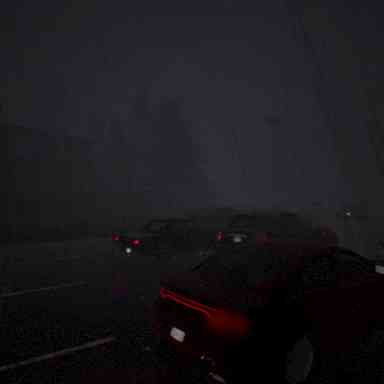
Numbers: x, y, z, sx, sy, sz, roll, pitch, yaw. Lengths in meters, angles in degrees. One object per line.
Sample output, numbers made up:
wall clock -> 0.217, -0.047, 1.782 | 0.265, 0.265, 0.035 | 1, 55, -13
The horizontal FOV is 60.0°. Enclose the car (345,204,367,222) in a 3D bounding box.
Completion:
car -> 13.330, 1.705, 27.732 | 1.994, 1.385, 4.181 | 0, 0, 32

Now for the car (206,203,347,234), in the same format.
car -> 2.902, 1.407, 10.912 | 4.553, 1.767, 2.097 | 0, 0, -41

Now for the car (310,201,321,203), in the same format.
car -> 14.234, 1.756, 38.353 | 1.994, 1.385, 4.181 | 0, 0, 16

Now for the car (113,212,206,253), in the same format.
car -> -0.437, 1.661, 12.548 | 4.718, 1.301, 1.895 | 0, 0, -40

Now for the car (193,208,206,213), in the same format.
car -> 1.704, 1.571, 19.265 | 5.008, 1.535, 1.882 | 0, 0, -44

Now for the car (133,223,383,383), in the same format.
car -> 1.774, 1.505, 5.391 | 5.008, 1.535, 1.882 | 0, 0, -38

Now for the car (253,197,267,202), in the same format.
car -> 17.876, 1.953, 87.364 | 1.812, 1.442, 4.674 | 0, 0, -23
